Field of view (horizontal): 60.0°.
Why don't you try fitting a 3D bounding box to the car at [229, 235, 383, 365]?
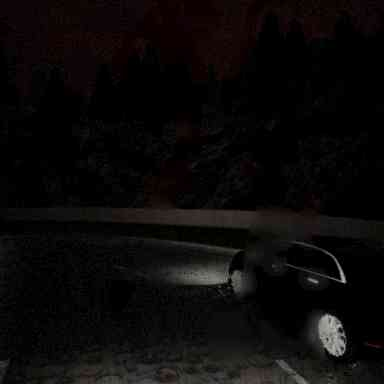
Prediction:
[{"bbox_3d":[2.313,1.549,6.056,1.837,1.490,4.892,1,0,-18],"label":"car"}]
